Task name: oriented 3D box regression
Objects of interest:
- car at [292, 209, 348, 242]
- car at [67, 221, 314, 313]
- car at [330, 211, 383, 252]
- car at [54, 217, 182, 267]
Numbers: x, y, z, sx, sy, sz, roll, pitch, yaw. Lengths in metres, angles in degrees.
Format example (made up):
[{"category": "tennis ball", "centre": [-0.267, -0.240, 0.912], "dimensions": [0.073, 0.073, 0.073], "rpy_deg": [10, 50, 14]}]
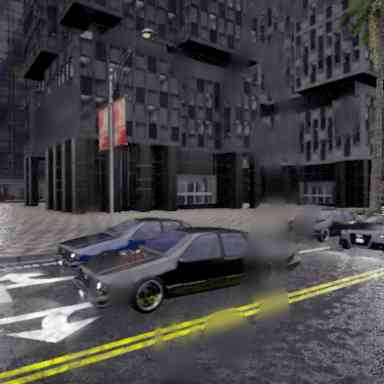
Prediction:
[{"category": "car", "centre": [6.783, 1.554, 16.498], "dimensions": [5.357, 1.411, 2.033], "rpy_deg": [0, 0, -35]}, {"category": "car", "centre": [0.159, 1.545, 7.757], "dimensions": [5.357, 1.411, 2.033], "rpy_deg": [0, 0, -32]}, {"category": "car", "centre": [7.675, 1.569, 13.137], "dimensions": [4.181, 1.385, 1.994], "rpy_deg": [0, 0, -35]}, {"category": "car", "centre": [-1.420, 1.545, 10.654], "dimensions": [5.357, 1.411, 2.033], "rpy_deg": [0, 0, -35]}]
